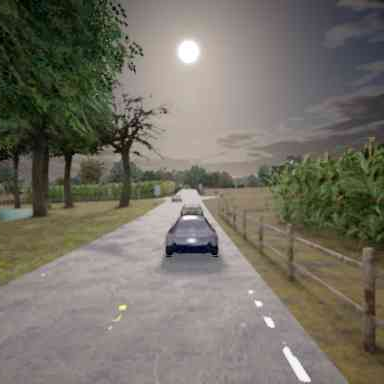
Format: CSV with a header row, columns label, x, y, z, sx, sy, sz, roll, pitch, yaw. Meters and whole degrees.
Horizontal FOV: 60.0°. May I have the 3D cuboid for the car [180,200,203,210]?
label,x,y,z,sx,sy,sz,roll,pitch,yaw
car,0.002,1.613,28.186,1.895,1.301,4.718,0,1,0

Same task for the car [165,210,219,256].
label,x,y,z,sx,sy,sz,roll,pitch,yaw
car,0.010,1.638,13.420,1.994,1.385,4.181,0,0,0

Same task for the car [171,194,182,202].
label,x,y,z,sx,sy,sz,roll,pitch,yaw
car,-2.794,1.100,60.705,1.895,1.301,4.718,0,1,0
